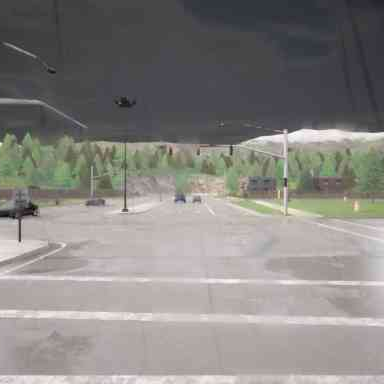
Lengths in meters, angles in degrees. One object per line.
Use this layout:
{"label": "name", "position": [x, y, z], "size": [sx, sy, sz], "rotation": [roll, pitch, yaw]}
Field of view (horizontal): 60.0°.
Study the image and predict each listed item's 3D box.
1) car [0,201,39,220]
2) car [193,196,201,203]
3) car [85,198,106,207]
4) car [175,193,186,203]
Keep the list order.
{"label": "car", "position": [-14.773, 1.477, 28.033], "size": [1.882, 1.535, 5.008], "rotation": [0, 0, 1]}
{"label": "car", "position": [1.043, 1.546, 69.931], "size": [2.033, 1.411, 5.357], "rotation": [0, 0, 1]}
{"label": "car", "position": [-14.437, 1.547, 50.055], "size": [2.033, 1.411, 5.357], "rotation": [0, 0, 1]}
{"label": "car", "position": [-2.469, 1.223, 70.442], "size": [2.150, 2.045, 5.566], "rotation": [0, 0, 1]}
